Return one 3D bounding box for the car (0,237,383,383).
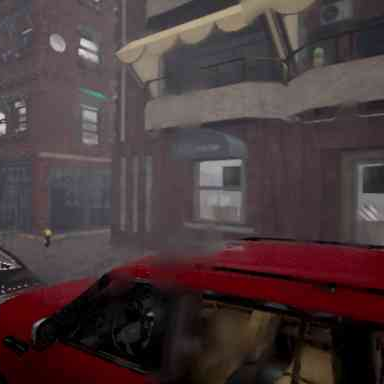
[{"bbox_3d":[0.237,1.315,2.537,5.009,1.841,2.192,0,1,36],"label":"car"}]
